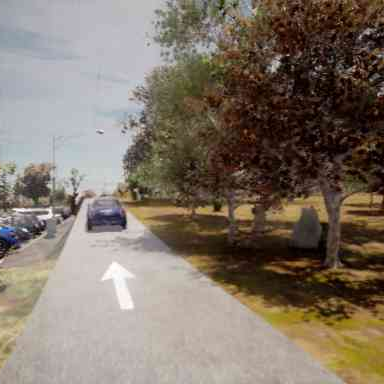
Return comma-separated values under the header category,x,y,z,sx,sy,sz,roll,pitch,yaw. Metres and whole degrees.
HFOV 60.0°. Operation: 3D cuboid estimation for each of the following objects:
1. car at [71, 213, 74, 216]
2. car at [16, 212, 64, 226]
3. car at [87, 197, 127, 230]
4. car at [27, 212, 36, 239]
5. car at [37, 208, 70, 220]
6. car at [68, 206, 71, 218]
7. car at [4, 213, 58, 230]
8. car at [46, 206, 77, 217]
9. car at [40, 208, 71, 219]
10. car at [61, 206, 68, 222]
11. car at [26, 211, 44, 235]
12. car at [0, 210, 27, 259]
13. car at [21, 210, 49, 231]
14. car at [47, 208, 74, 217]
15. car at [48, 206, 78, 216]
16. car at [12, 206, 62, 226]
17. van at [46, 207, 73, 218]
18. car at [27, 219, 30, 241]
category,x,y,z,sx,sy,sz,roll,pitch,yaw
car,-21.123,3.310,49.392,5.566,2.045,2.435,1,-3,-37
car,-18.553,3.240,40.691,4.892,1.521,2.231,1,-3,-37
car,-5.066,1.085,19.614,2.097,1.767,4.553,-1,2,-16
car,-12.480,2.361,20.427,4.553,1.767,2.185,1,-3,-37
car,-22.909,3.650,55.139,4.553,1.767,2.185,1,-3,-37
car,-19.437,3.095,43.573,5.566,2.045,2.435,1,-2,-37
car,-16.823,3.053,34.881,4.792,1.488,2.163,1,-2,-37
car,-27.243,4.058,69.597,5.566,2.045,2.435,1,-2,-37
car,-23.788,3.757,58.036,4.553,1.767,2.185,1,-3,-37
car,-17.644,2.881,37.821,5.566,2.045,2.435,1,-3,-37
car,-13.296,2.469,23.352,4.553,1.767,2.185,1,-2,-37
car,-10.701,2.021,14.686,5.566,2.045,2.435,1,-3,-37
car,-14.172,2.577,26.248,4.553,1.767,2.185,1,-2,-37
car,-26.328,4.078,66.739,4.553,1.767,2.185,1,-2,-37
car,-28.083,4.166,72.538,5.566,2.045,2.435,1,-3,-37
car,-15.952,2.665,31.998,5.566,2.045,2.435,1,-2,-37
van,-25.399,3.873,63.908,4.442,1.987,1.878,1,-3,-37
car,-11.578,2.380,17.548,4.892,1.521,2.231,1,-2,-37
